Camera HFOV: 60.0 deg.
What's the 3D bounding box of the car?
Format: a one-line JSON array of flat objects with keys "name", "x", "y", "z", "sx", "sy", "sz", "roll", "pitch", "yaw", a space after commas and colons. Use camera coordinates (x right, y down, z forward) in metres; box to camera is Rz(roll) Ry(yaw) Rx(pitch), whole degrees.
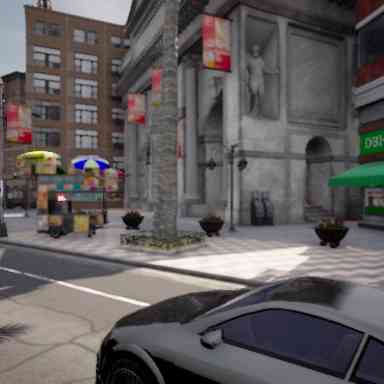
[{"name": "car", "x": 1.002, "y": 1.566, "z": 3.152, "sx": 4.181, "sy": 1.385, "sz": 1.994, "roll": 0, "pitch": 0, "yaw": 36}]
